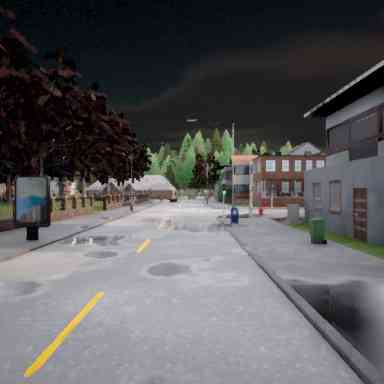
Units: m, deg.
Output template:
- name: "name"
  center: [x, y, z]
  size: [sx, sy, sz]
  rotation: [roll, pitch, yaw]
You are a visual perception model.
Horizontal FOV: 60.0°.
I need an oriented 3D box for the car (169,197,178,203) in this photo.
- name: "car"
  center: [-4.000, 1.740, 72.021]
  size: [2.033, 1.411, 5.357]
  rotation: [0, 0, 0]
